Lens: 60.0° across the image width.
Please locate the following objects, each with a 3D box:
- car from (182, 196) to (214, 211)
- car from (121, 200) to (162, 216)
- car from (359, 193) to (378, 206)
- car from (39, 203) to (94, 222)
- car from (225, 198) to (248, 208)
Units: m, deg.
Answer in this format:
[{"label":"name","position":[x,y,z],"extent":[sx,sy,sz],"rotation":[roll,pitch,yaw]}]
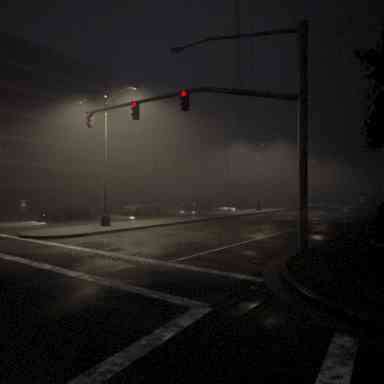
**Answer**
[{"label":"car","position":[0.780,1.352,41.368],"extent":[2.097,1.767,4.553],"rotation":[0,0,36]},{"label":"car","position":[-4.951,1.524,33.472],"extent":[1.812,1.442,4.674],"rotation":[0,0,36]},{"label":"car","position":[28.735,1.221,54.037],"extent":[2.150,2.045,5.566],"rotation":[0,0,36]},{"label":"car","position":[-9.943,1.564,26.591],"extent":[1.994,1.385,4.181],"rotation":[0,0,36]},{"label":"car","position":[6.619,1.564,49.397],"extent":[1.994,1.385,4.181],"rotation":[0,0,36]}]
